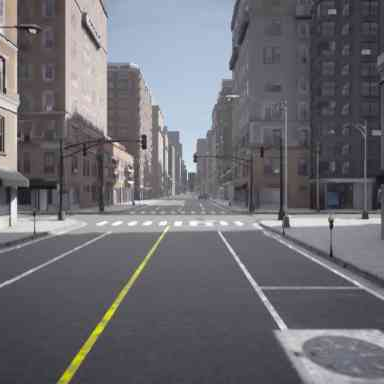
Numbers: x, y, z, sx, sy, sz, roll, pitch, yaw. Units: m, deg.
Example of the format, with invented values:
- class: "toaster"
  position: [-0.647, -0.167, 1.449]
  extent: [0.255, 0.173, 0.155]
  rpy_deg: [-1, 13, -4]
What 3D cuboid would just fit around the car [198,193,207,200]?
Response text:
- class: "car"
  position: [2.998, 1.221, 94.141]
  extent: [2.150, 2.045, 5.566]
  rpy_deg: [0, 0, 0]
